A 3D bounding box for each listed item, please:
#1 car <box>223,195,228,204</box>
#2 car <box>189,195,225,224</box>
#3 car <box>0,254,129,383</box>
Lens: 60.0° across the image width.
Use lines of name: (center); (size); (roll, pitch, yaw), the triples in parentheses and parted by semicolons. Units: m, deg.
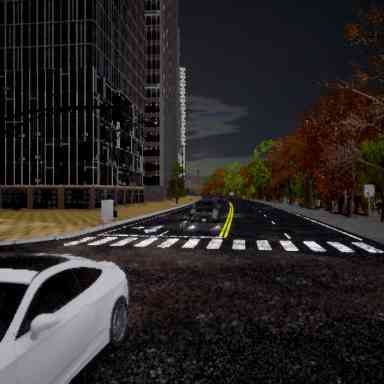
car: (5.800, 1.367, 63.980); (1.882, 1.535, 5.008); (0, 0, 6)
car: (1.106, 1.350, 25.013); (2.097, 1.767, 4.553); (0, 0, 8)
car: (-2.153, 1.548, 3.766); (1.812, 1.442, 4.674); (-1, 0, 9)
